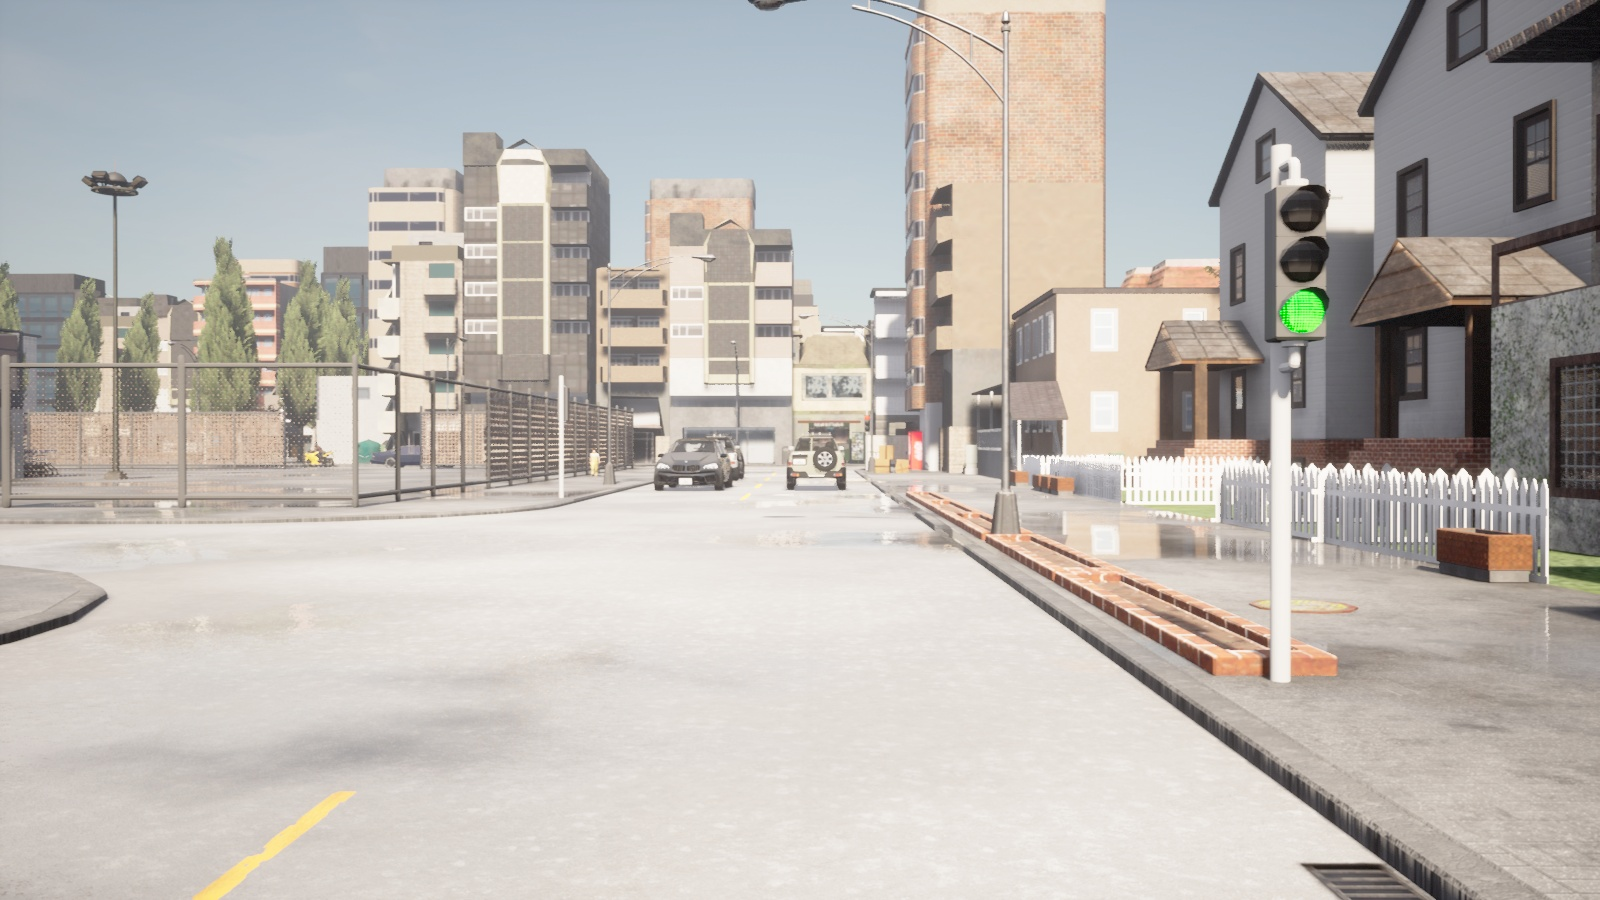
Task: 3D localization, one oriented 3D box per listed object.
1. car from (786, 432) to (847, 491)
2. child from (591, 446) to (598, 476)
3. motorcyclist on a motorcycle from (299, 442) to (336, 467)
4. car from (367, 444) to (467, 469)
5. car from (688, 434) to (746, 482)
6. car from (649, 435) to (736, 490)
[{"bbox_3d":[0.544,0.342,41.665,1.932,1.855,4.605,0,0,1],"label":"car"},{"bbox_3d":[-8.564,0.451,52.334,0.270,1.263,0.437,0,0,-4],"label":"child"},{"bbox_3d":[-30.316,0.283,78.948,2.044,1.523,0.797,0,0,1],"label":"motorcyclist on a motorcycle"},{"bbox_3d":[-22.776,0.377,74.861,5.357,1.411,2.033,0,0,1],"label":"car"},{"bbox_3d":[-3.319,0.289,50.965,1.932,1.855,4.605,0,0,2],"label":"car"},{"bbox_3d":[-3.424,0.370,40.990,2.242,1.667,4.611,0,0,2],"label":"car"}]
